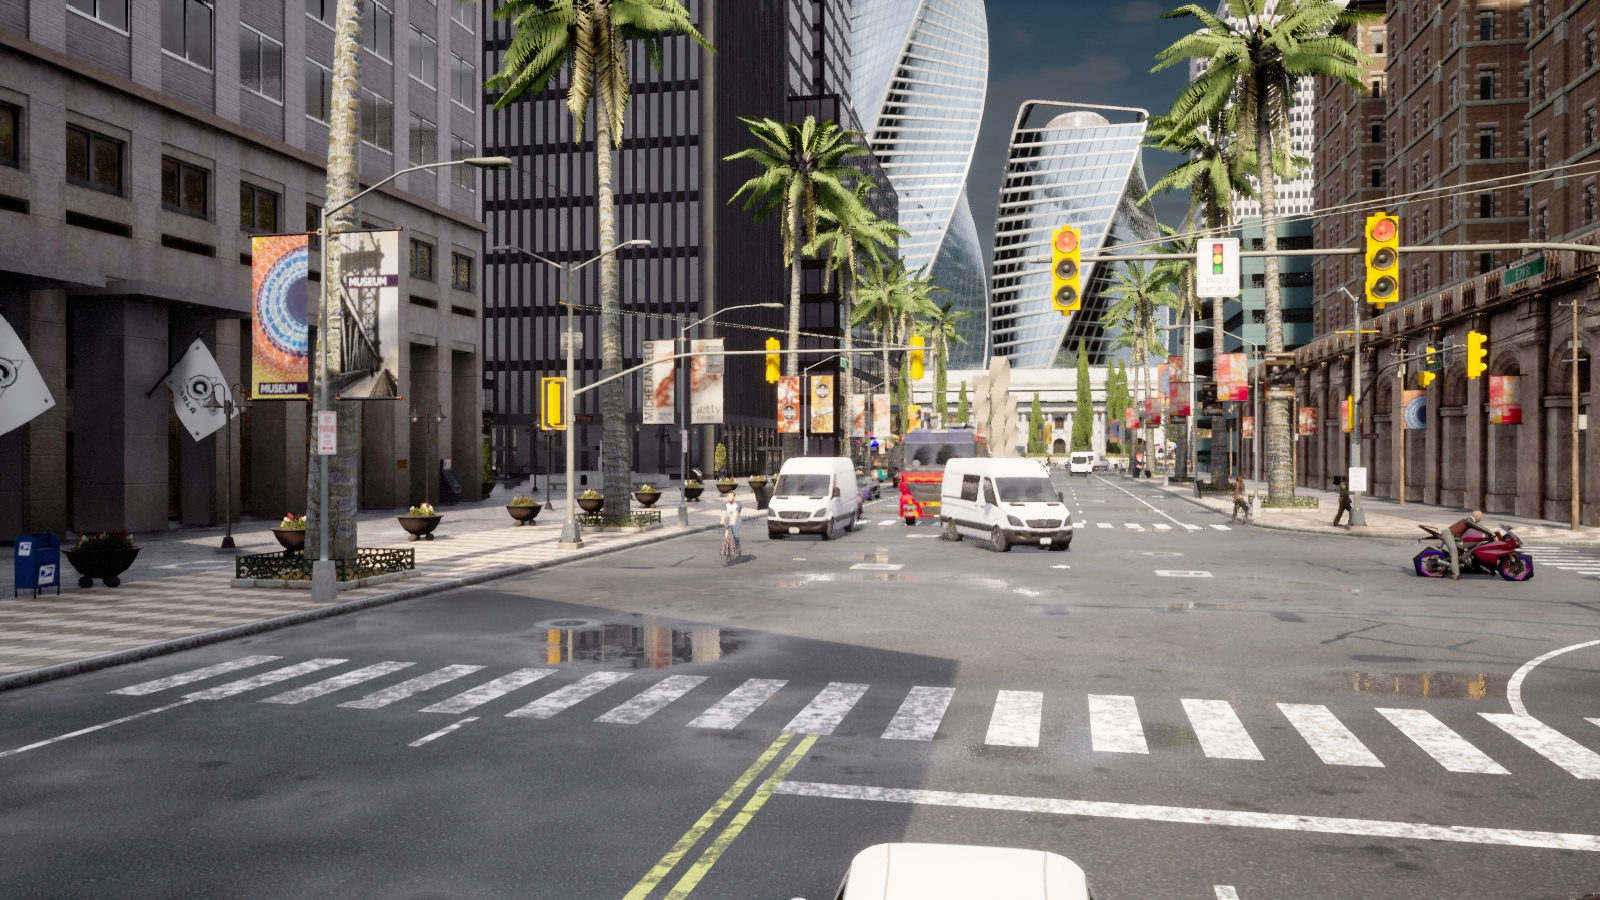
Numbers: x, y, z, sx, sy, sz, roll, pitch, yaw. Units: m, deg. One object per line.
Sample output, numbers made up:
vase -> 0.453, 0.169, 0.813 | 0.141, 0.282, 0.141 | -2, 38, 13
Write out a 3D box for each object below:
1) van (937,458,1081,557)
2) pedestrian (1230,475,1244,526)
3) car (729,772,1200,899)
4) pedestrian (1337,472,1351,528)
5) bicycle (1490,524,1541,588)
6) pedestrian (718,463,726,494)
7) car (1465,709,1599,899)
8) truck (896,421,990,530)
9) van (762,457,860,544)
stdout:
van -> 5.904, 1.534, 33.194 | 1.988, 2.561, 5.915 | 0, 0, -12
pedestrian -> 16.146, 1.849, 42.229 | 0.375, 1.860, 0.375 | 0, 0, 2
car -> 0.558, 2.120, 3.851 | 1.481, 1.376, 2.207 | 0, 0, 9
pedestrian -> 18.490, 1.696, 38.854 | 0.375, 1.860, 0.375 | 0, 0, 34
bicycle -> 15.046, 2.206, 24.049 | 0.373, 1.196, 1.643 | 0, 0, 13
pedestrian -> -4.620, 1.701, 67.996 | 0.375, 1.860, 0.375 | 0, 0, 13
car -> 3.753, 1.992, 2.523 | 2.152, 1.651, 5.027 | 0, 0, 7
truck -> 5.705, 0.890, 44.326 | 2.891, 3.827, 8.468 | 0, 0, 12
van -> 0.461, 1.534, 37.157 | 1.988, 2.561, 5.915 | 0, 0, 13
